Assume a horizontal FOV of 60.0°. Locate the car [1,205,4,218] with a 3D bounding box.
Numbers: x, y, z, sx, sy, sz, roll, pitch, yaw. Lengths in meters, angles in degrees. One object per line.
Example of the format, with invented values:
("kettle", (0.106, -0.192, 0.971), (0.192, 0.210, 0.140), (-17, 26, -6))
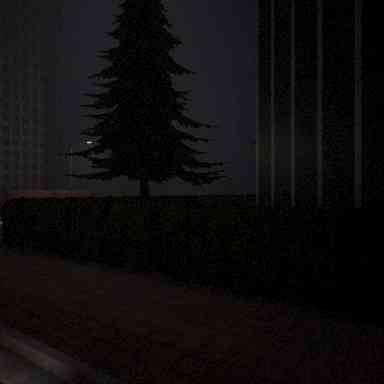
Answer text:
("car", (-13.117, 1.563, 28.388), (1.837, 1.490, 4.892), (0, 0, 36))
